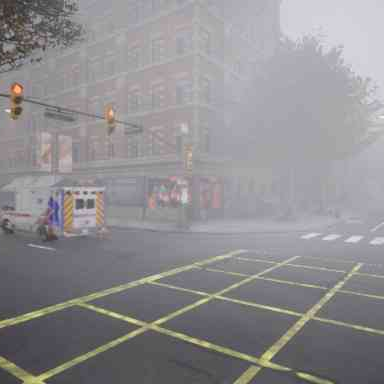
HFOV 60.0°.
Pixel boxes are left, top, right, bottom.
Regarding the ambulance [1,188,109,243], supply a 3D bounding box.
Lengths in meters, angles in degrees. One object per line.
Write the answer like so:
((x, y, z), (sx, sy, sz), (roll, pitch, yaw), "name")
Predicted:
((-7.035, 1.031, 16.357), (6.366, 2.431, 2.351), (0, 0, 36), "ambulance")
